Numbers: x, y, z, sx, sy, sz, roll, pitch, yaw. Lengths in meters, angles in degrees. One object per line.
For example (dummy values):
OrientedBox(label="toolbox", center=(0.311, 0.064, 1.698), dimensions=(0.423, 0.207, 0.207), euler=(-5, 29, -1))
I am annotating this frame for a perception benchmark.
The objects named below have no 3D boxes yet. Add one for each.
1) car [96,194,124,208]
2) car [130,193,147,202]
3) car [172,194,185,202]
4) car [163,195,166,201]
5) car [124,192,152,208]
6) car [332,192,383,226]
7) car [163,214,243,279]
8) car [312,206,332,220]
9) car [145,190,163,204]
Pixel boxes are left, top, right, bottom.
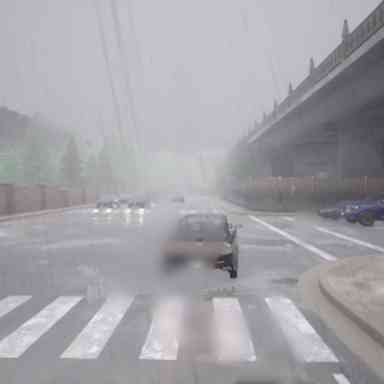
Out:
OrientedBox(label="car", center=(-9.783, 1.096, 39.004), dimensions=(1.837, 1.490, 4.892), euler=(0, 1, 1))
OrientedBox(label="car", center=(-9.352, 0.934, 58.605), dimensions=(2.033, 1.411, 5.357), euler=(0, 1, 2))
OrientedBox(label="car", center=(-2.255, 0.975, 56.386), dimensions=(1.994, 1.385, 4.181), euler=(0, 1, 1))
OrientedBox(label="car", center=(-5.836, 0.946, 59.132), dimensions=(1.994, 1.385, 4.181), euler=(0, 1, 2))
OrientedBox(label="car", center=(-6.276, 1.093, 39.307), dimensions=(1.837, 1.490, 4.892), euler=(0, 1, 1))
OrientedBox(label="car", center=(12.125, 1.007, 20.665), dimensions=(5.566, 2.045, 2.150), euler=(0, 1, 1))
OrientedBox(label="car", center=(0.439, 1.388, 9.802), dimensions=(2.128, 1.511, 4.902), euler=(0, 1, 8))
OrientedBox(label="car", center=(11.667, 1.296, 24.171), dimensions=(5.357, 1.411, 2.033), euler=(0, 1, 1))
OrientedBox(label="car", center=(-6.081, 0.707, 49.156), dimensions=(2.150, 2.045, 5.566), euler=(0, 1, 1))
